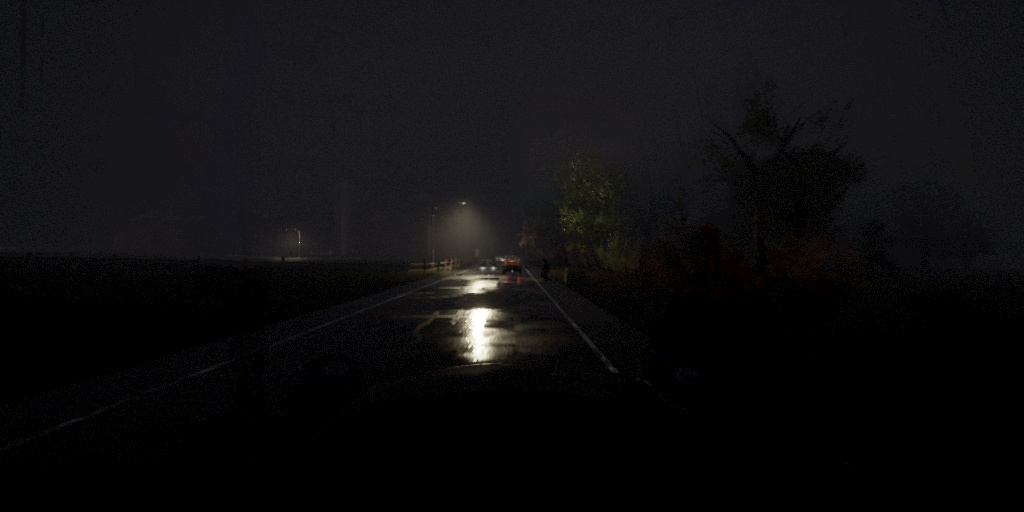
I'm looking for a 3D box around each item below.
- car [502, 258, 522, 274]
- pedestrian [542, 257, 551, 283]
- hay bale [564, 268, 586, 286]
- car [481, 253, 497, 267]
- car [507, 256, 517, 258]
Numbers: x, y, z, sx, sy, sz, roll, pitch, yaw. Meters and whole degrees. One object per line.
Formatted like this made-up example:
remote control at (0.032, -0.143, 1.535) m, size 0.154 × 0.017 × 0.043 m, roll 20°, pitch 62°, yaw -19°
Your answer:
car at (0.035, 1.096, 35.493) m, size 1.895 × 1.301 × 4.718 m, roll 0°, pitch 0°, yaw 0°
pedestrian at (2.229, 0.877, 23.832) m, size 0.375 × 1.860 × 0.375 m, roll -1°, pitch 1°, yaw -2°
hay bale at (3.996, 1.247, 22.780) m, size 1.220 × 1.180 × 1.240 m, roll 0°, pitch 0°, yaw 0°
car at (-3.549, 0.573, 55.172) m, size 2.150 × 2.045 × 5.566 m, roll 0°, pitch 0°, yaw 1°
car at (0.033, 0.751, 47.984) m, size 2.097 × 1.767 × 4.553 m, roll 0°, pitch 0°, yaw 1°
